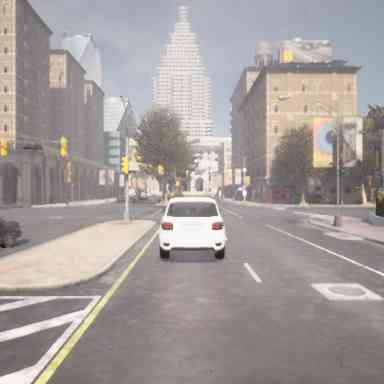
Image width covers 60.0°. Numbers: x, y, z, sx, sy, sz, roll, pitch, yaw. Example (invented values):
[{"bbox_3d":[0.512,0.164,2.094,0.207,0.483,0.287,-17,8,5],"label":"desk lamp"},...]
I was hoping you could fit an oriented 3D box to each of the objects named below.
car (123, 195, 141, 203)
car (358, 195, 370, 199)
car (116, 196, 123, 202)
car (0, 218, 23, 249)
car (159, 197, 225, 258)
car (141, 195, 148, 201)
[{"bbox_3d":[-12.100,1.431,67.379,1.837,1.490,4.892,0,0,0],"label":"car"},{"bbox_3d":[37.283,1.404,75.392,2.231,1.521,4.892,0,0,-1],"label":"car"},{"bbox_3d":[-15.397,1.519,73.529,1.895,1.301,4.718,0,0,-1],"label":"car"},{"bbox_3d":[-8.151,1.535,11.855,2.033,1.411,5.357,0,0,0],"label":"car"},{"bbox_3d":[-0.007,1.208,12.777,2.150,2.045,5.566,0,0,-1],"label":"car"},{"bbox_3d":[-12.230,1.510,82.759,1.895,1.301,4.718,0,0,-1],"label":"car"}]
